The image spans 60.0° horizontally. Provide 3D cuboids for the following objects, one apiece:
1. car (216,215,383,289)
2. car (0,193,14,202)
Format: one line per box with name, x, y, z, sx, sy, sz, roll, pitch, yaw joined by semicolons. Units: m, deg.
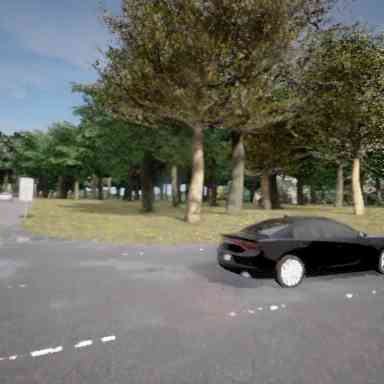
car;3.050;1.349;8.476;5.008;1.535;1.882;1;-2;-24
car;-31.178;0.831;55.766;1.812;1.442;4.674;3;-1;-24
